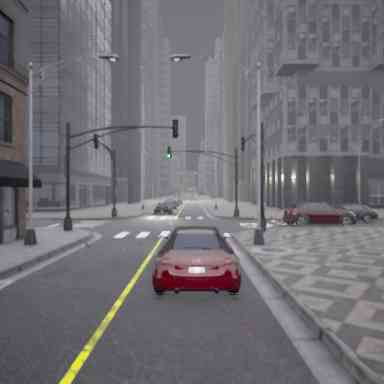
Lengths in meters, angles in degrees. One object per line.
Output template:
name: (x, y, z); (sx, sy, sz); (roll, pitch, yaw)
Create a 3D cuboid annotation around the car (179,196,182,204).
car: (-3.038, 1.705, 55.937); (1.812, 1.442, 4.674); (0, 0, 0)

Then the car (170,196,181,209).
car: (-3.067, 1.692, 46.170); (2.033, 1.411, 5.357); (0, 0, 0)

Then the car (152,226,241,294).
car: (0.107, 1.589, 8.892); (1.994, 1.385, 4.181); (0, 0, 0)

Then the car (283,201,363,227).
car: (8.578, 1.417, 22.385); (4.553, 1.767, 2.097); (0, 0, -4)

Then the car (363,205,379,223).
car: (11.756, 1.605, 25.554); (4.674, 1.442, 1.812); (0, 0, 1)

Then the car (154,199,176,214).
car: (-3.076, 1.712, 36.518); (1.895, 1.301, 4.718); (0, 0, 0)
